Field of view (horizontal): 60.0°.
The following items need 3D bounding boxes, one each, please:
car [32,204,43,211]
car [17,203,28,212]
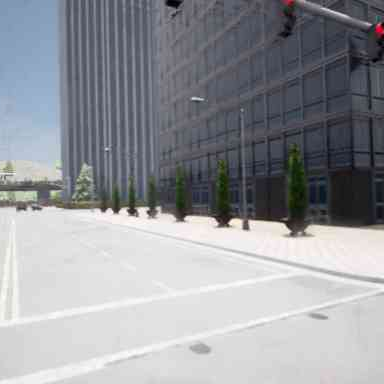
[{"bbox_3d":[-38.079,3.995,82.304,1.895,1.301,4.718,-1,-1,-28],"label":"car"},{"bbox_3d":[-41.178,3.681,80.665,2.150,2.045,5.566,-1,-1,-28],"label":"car"}]
